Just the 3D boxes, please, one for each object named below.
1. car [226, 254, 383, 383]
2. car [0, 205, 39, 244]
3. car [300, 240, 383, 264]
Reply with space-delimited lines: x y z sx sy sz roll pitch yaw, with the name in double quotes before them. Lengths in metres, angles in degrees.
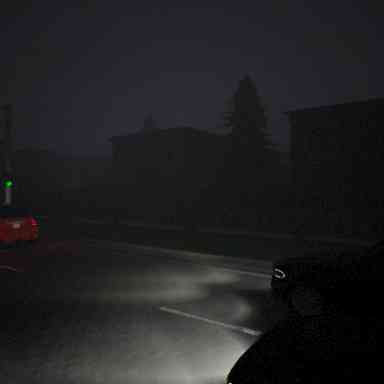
"car" 2.819 1.546 1.981 5.357 1.411 2.033 0 0 36
"car" -8.751 1.367 14.534 4.553 1.767 2.097 0 0 36
"car" 3.825 1.477 5.564 5.008 1.535 1.882 0 0 35
